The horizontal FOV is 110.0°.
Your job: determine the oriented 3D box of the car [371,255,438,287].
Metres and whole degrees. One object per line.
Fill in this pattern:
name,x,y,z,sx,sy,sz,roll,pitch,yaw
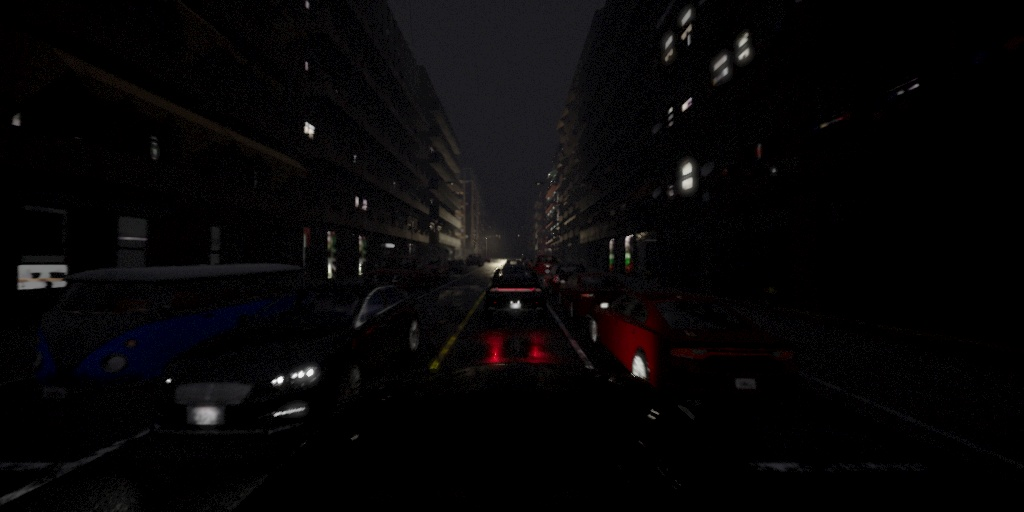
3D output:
car,-5.306,0.907,17.320,2.192,1.841,5.009,0,0,0

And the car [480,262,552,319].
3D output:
car,0.105,1.135,12.305,2.128,1.511,4.902,0,1,0

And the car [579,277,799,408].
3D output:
car,2.570,1.251,6.194,1.888,1.381,4.507,0,0,0

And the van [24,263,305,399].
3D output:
van,-5.313,1.042,6.261,1.690,1.789,3.998,0,0,0

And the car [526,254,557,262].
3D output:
car,2.550,0.806,28.316,2.192,1.841,5.009,0,0,0

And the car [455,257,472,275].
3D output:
car,-5.295,1.003,33.912,1.948,1.339,4.313,0,0,0

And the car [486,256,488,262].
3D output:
car,-5.282,0.803,56.031,1.888,1.381,4.507,0,0,0

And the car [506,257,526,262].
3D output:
car,0.125,1.016,30.715,2.033,1.411,5.357,0,1,0

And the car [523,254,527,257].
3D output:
car,2.556,0.834,39.378,1.967,1.591,4.097,0,0,0

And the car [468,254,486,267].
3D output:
car,-5.285,0.614,50.500,2.192,1.841,5.009,0,0,0

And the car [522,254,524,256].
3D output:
car,2.570,0.536,61.502,2.192,1.841,5.009,0,0,0

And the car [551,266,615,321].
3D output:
car,2.573,1.195,11.724,1.888,1.381,4.507,0,0,0

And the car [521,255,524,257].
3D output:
car,2.563,0.886,50.440,1.802,1.307,4.207,0,0,0

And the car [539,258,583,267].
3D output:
car,2.584,1.036,17.255,1.967,1.591,4.097,0,0,0

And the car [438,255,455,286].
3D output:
car,-5.302,0.854,22.850,2.192,1.841,5.009,0,0,0

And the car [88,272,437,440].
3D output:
car,-2.846,1.199,5.786,2.128,1.511,4.902,0,1,0
